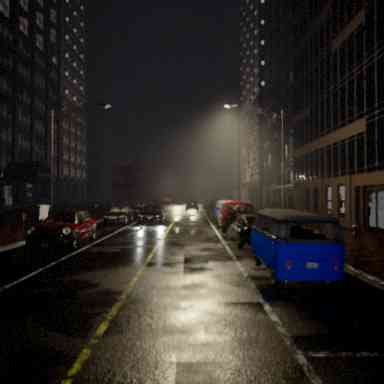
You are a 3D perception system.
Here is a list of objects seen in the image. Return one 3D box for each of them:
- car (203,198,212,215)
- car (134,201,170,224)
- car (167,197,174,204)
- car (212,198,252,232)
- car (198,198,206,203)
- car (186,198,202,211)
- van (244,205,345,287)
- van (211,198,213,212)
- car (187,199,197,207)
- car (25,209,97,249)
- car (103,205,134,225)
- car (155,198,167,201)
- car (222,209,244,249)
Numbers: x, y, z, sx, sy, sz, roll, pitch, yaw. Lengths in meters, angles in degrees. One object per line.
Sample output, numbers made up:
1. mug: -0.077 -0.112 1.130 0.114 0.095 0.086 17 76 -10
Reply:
1. car: 2.669 1.599 37.491 2.192 1.841 5.009 1 0 0
2. car: -3.059 1.707 26.431 1.837 1.490 4.892 0 -1 1
3. car: -5.747 2.114 76.958 1.887 1.381 4.507 1 0 0
4. car: 2.683 1.473 20.568 2.192 1.841 5.009 1 0 0
5. car: 2.624 2.200 88.261 2.008 1.369 4.403 1 0 0
6. car: 0.051 1.907 47.860 2.033 1.411 5.357 0 -1 1
7. van: 2.692 1.414 9.284 1.690 1.788 3.998 1 0 0
8. van: 2.679 1.541 26.209 1.690 1.788 3.998 1 0 0
9. car: 0.047 2.071 62.979 1.895 1.301 4.718 0 0 0
10. car: -5.693 1.555 14.890 1.967 1.590 4.097 1 0 0
11. car: -5.704 1.750 26.174 2.008 1.369 4.403 1 0 0
12. car: -5.728 1.958 54.387 2.008 1.369 4.403 1 0 0
13. car: 2.686 1.666 14.924 2.008 1.369 4.403 1 0 0
